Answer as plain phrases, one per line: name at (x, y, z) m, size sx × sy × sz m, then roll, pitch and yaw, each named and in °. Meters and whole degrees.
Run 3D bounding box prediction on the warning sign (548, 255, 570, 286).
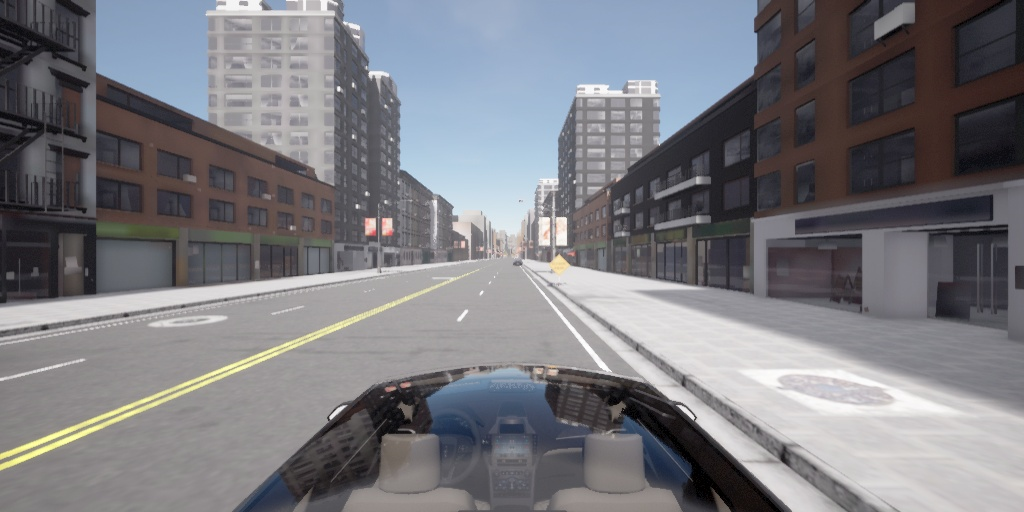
warning sign at (2.850, 0.846, 21.693) m, size 1.300 × 1.860 × 1.060 m, roll 0°, pitch 0°, yaw 0°
